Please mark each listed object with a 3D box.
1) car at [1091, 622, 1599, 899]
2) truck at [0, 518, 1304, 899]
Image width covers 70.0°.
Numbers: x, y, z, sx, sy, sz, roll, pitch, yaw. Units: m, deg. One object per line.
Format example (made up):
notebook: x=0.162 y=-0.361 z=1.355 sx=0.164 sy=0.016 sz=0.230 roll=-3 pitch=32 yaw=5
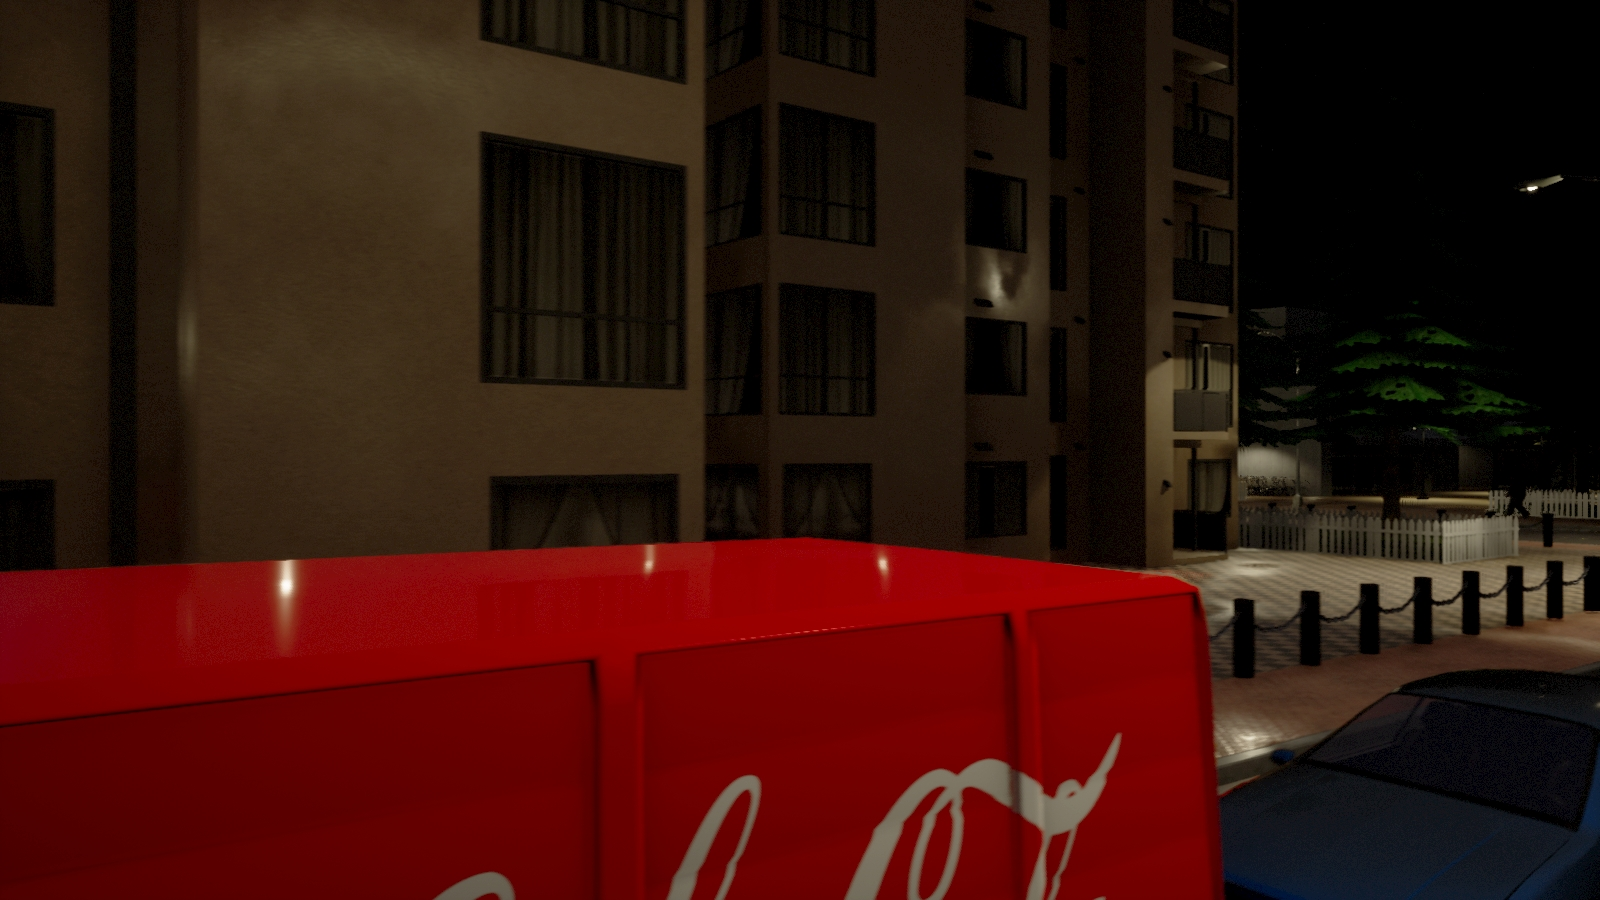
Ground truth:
car: x=4.332 y=2.086 z=6.804 sx=5.357 sy=1.411 sz=2.033 roll=0 pitch=0 yaw=-35
truck: x=-1.485 y=1.548 z=2.749 sx=5.204 sy=2.467 sz=2.627 roll=0 pitch=0 yaw=-35
